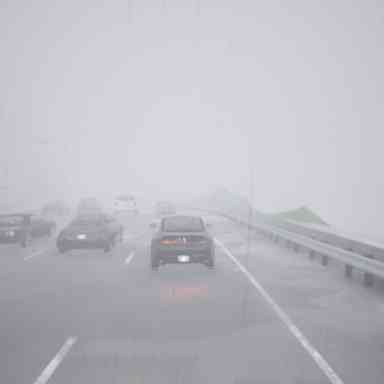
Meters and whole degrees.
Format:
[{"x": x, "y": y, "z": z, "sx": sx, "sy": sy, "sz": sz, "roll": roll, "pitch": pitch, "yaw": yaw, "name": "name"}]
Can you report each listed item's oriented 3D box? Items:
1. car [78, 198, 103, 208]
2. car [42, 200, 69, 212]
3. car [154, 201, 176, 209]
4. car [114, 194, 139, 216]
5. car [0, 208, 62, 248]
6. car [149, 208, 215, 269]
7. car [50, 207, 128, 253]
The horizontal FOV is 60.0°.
[{"x": -10.160, "y": 1.343, "z": 33.510, "sx": 2.097, "sy": 1.767, "sz": 4.553, "roll": 0, "pitch": 0, "yaw": -10, "name": "car"}, {"x": -13.681, "y": 1.526, "z": 33.395, "sx": 1.812, "sy": 1.442, "sz": 4.674, "roll": 0, "pitch": 0, "yaw": -10, "name": "car"}, {"x": -2.442, "y": 1.522, "z": 30.210, "sx": 2.033, "sy": 1.411, "sz": 5.357, "roll": 0, "pitch": 0, "yaw": -9, "name": "car"}, {"x": -6.350, "y": 1.204, "z": 32.228, "sx": 2.150, "sy": 2.045, "sz": 5.566, "roll": 0, "pitch": 0, "yaw": -10, "name": "car"}, {"x": -7.606, "y": 1.605, "z": 14.709, "sx": 1.895, "sy": 1.301, "sz": 4.718, "roll": 0, "pitch": 0, "yaw": -5, "name": "car"}, {"x": -0.364, "y": 1.494, "z": 11.143, "sx": 1.837, "sy": 1.490, "sz": 4.892, "roll": 0, "pitch": 0, "yaw": -3, "name": "car"}, {"x": -4.054, "y": 1.560, "z": 13.822, "sx": 1.994, "sy": 1.385, "sz": 4.181, "roll": 0, "pitch": 0, "yaw": -4, "name": "car"}]
